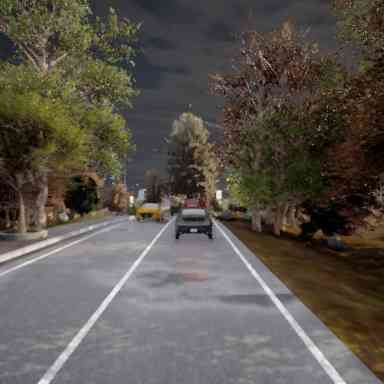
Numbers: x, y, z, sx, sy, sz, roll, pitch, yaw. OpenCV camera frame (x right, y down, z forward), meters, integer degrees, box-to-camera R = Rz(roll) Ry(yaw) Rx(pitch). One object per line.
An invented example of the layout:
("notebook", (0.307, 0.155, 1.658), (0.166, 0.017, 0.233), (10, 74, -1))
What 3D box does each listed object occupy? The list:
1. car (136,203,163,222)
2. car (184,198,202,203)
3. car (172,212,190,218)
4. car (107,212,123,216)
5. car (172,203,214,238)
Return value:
("car", (-3.579, 1.722, 28.833), (1.882, 1.535, 5.008), (0, -2, 0))
("car", (0.134, 1.743, 35.356), (2.150, 2.045, 5.566), (0, -3, 0))
("car", (-2.881, 6.127, 87.524), (4.892, 1.490, 1.837), (1, -5, -1))
("car", (-18.073, 5.457, 78.117), (1.812, 1.442, 4.674), (-2, -5, 24))
("car", (0.087, 1.539, 17.746), (1.837, 1.490, 4.892), (0, 0, 0))
